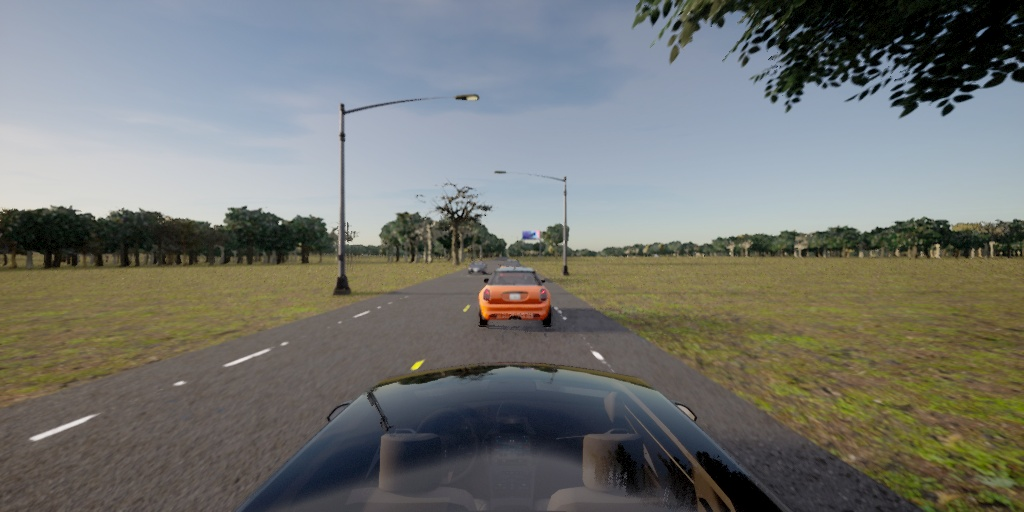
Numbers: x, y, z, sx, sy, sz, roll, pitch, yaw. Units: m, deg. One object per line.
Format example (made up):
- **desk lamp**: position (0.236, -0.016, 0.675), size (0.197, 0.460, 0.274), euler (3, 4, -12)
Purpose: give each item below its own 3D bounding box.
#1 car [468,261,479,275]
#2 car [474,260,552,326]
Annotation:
- **car**: position (-3.728, 1.265, 39.499), size (2.128, 1.511, 4.902), euler (0, 0, 0)
- **car**: position (0.078, 1.147, 11.972), size (2.097, 1.767, 4.553), euler (0, 0, 0)
